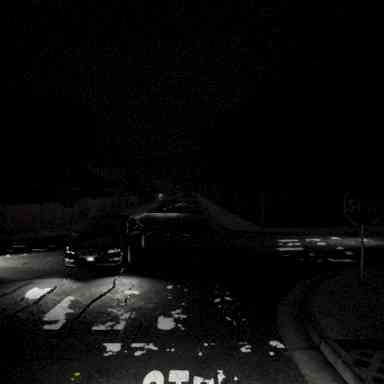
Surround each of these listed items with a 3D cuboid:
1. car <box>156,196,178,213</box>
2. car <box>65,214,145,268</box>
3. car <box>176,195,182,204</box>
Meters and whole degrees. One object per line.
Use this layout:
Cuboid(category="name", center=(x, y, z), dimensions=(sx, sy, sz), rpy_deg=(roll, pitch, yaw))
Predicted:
Cuboid(category="car", center=(-2.858, 1.549, 37.391), dimensions=(1.837, 1.490, 4.892), rpy_deg=(0, 1, 0))
Cuboid(category="car", center=(-2.798, 1.587, 11.560), dimensions=(1.837, 1.490, 4.892), rpy_deg=(-1, 0, 0))
Cuboid(category="car", center=(-2.929, 1.397, 61.873), dimensions=(1.882, 1.535, 5.008), rpy_deg=(0, 0, 0))
